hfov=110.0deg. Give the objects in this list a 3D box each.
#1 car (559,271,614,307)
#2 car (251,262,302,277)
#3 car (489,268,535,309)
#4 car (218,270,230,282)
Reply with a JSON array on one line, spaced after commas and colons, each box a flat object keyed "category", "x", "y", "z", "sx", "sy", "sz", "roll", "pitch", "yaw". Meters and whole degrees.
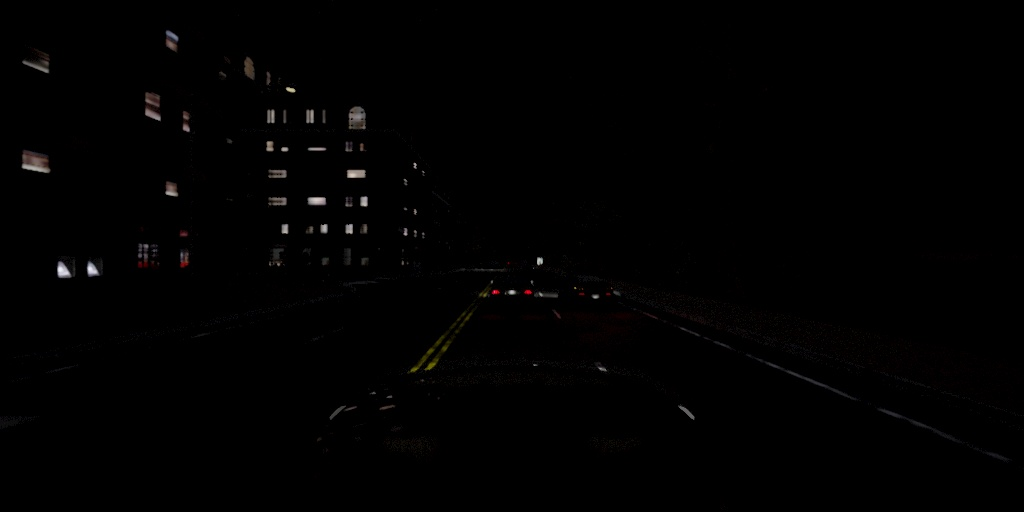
[{"category": "car", "x": 3.251, "y": 1.410, "z": 16.224, "sx": 1.812, "sy": 1.442, "sz": 4.674, "roll": 0, "pitch": 0, "yaw": 0}, {"category": "car", "x": -22.813, "y": 1.278, "z": 34.733, "sx": 4.403, "sy": 1.370, "sz": 2.007, "roll": 0, "pitch": 0, "yaw": -1}, {"category": "car", "x": -0.001, "y": 1.428, "z": 15.832, "sx": 2.033, "sy": 1.411, "sz": 5.357, "roll": 0, "pitch": -1, "yaw": 0}, {"category": "car", "x": -23.315, "y": 1.264, "z": 26.301, "sx": 4.507, "sy": 1.381, "sz": 1.888, "roll": 0, "pitch": 0, "yaw": -1}]
